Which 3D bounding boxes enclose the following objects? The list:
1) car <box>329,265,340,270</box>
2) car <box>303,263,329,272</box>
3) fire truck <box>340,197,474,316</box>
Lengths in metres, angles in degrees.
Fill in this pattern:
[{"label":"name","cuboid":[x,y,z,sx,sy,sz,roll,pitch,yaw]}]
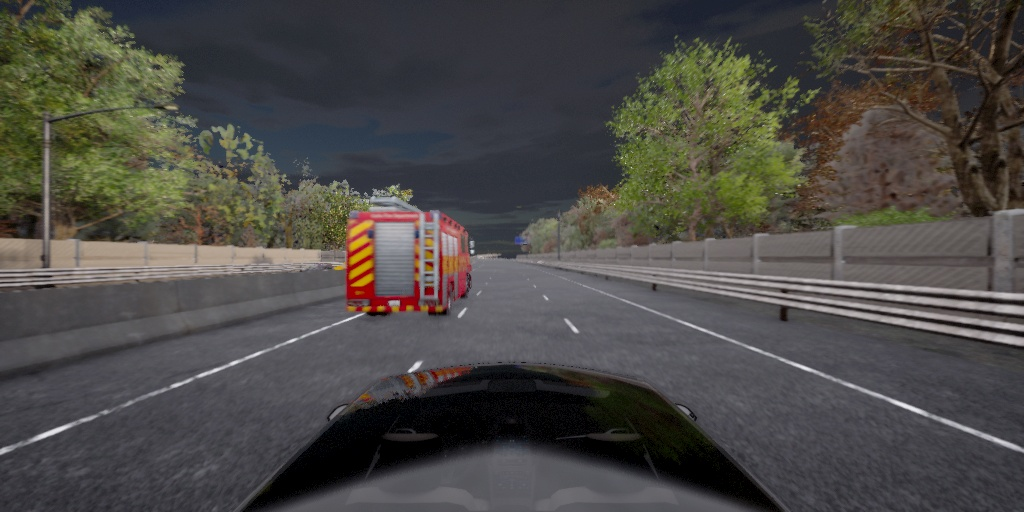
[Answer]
[{"label":"car","cuboid":[-17.997,1.424,40.136,1.882,1.535,5.008,0,0,-1]},{"label":"car","cuboid":[-21.493,1.515,40.031,1.994,1.385,4.181,0,0,-1]},{"label":"fire truck","cuboid":[-3.526,0.136,14.692,2.891,3.827,8.468,0,0,-1]}]
